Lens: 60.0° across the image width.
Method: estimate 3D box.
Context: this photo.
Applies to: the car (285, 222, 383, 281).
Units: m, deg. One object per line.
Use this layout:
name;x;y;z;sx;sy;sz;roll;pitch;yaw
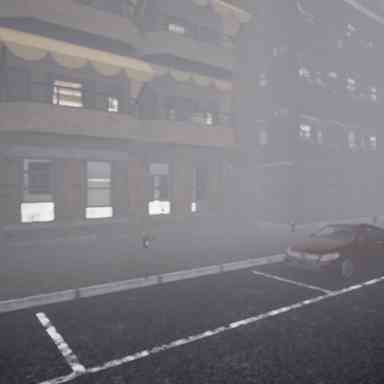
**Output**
car;4.544;1.578;9.774;4.206;1.307;1.802;0;-1;-36
